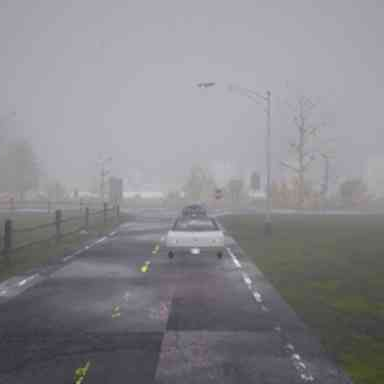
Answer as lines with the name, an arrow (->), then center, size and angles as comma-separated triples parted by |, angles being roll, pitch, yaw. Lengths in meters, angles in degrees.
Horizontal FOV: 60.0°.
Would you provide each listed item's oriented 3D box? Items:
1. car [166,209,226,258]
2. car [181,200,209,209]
car -> 0.114, 1.530, 12.489 | 1.895, 1.301, 4.718 | 0, 0, 0
car -> 0.210, 1.361, 25.503 | 1.837, 1.490, 4.892 | 0, 0, 2
